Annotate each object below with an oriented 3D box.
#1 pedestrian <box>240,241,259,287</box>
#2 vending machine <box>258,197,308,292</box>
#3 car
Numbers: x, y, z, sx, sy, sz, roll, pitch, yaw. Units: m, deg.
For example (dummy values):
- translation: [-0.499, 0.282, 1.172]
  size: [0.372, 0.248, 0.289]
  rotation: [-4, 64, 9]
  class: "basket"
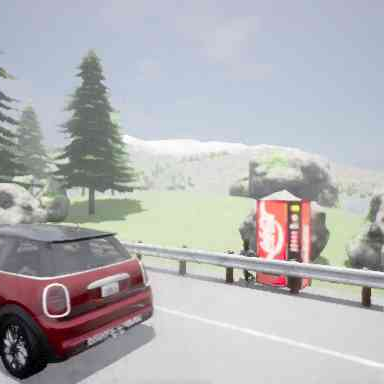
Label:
- translation: [1.355, 1.284, 8.166]
  size: [0.375, 1.860, 0.375]
  rotation: [0, 0, 34]
  class: "pedestrian"
- translation: [2.252, 1.187, 8.174]
  size: [0.880, 2.100, 1.100]
  rotation: [0, 0, 34]
  class: "vending machine"
- translation: [-2.892, 1.338, 5.685]
  size: [4.553, 1.767, 2.097]
  rotation: [0, 0, 33]
  class: "car"
